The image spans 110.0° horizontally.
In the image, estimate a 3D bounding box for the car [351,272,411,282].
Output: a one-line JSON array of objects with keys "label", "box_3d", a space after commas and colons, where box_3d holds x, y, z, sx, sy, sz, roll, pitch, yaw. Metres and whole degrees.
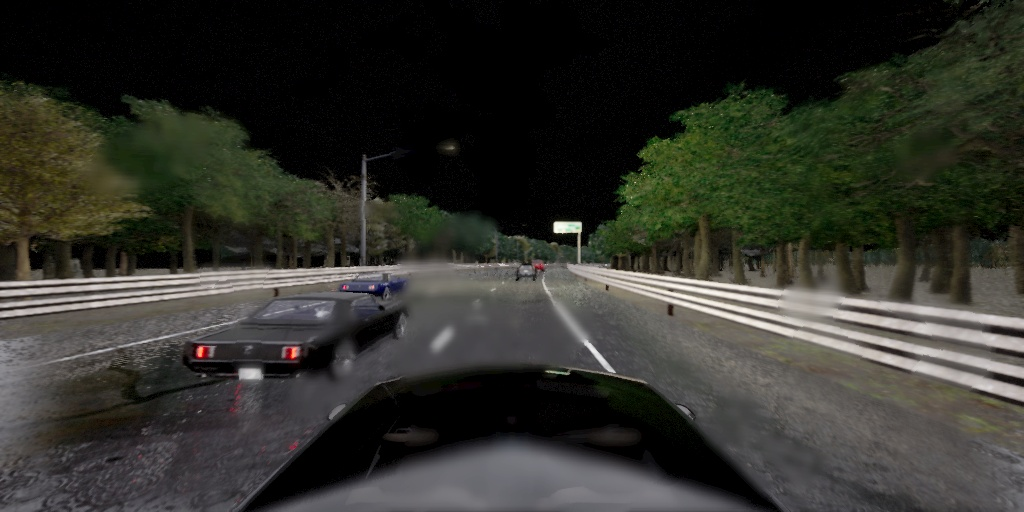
[{"label": "car", "box_3d": [-6.787, 1.489, 18.447, 1.895, 1.301, 4.718, 0, -1, 3]}]

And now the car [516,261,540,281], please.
[{"label": "car", "box_3d": [1.492, 1.534, 35.586, 2.033, 1.649, 4.856, 0, -1, 5]}]

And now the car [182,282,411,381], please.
[{"label": "car", "box_3d": [-3.583, 1.388, 7.227, 1.895, 1.301, 4.718, 0, -1, 1]}]

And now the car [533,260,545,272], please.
[{"label": "car", "box_3d": [4.611, 1.763, 63.377, 2.150, 2.045, 5.566, 0, -1, 9]}]
